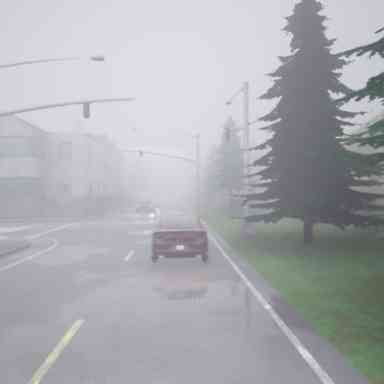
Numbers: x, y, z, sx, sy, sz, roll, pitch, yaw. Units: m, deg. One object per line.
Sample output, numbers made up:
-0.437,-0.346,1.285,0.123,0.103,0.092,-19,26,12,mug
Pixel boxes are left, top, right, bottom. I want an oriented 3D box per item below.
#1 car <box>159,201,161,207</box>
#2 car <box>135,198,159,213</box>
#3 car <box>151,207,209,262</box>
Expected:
-6.174,1.801,54.918,1.812,1.442,4.674,0,0,-2,car
-5.450,1.556,39.374,2.097,1.767,4.553,0,0,-3,car
-0.467,1.536,12.516,1.882,1.535,5.008,0,0,-3,car
